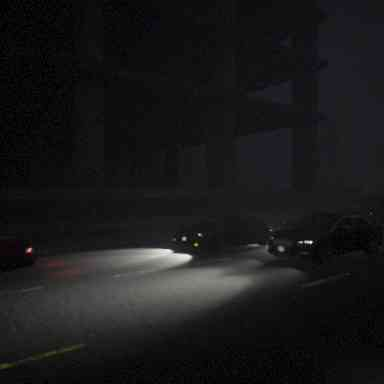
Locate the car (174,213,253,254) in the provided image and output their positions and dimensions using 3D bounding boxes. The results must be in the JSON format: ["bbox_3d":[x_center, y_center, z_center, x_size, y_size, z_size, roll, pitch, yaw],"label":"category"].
[{"bbox_3d":[1.339,1.553,13.532,4.181,1.385,1.994,0,0,-35],"label":"car"}]

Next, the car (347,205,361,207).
[{"bbox_3d":[6.471,1.545,17.081,4.181,1.385,1.994,0,0,-35],"label":"car"}]

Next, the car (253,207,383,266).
[{"bbox_3d":[4.742,1.478,11.601,4.902,1.511,2.128,0,0,-35],"label":"car"}]

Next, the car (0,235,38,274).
[{"bbox_3d":[-6.630,1.549,7.849,5.357,1.411,2.033,0,0,-35],"label":"car"}]

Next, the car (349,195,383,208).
[{"bbox_3d":[11.302,1.195,20.590,5.566,2.045,2.150,0,0,-35],"label":"car"}]
